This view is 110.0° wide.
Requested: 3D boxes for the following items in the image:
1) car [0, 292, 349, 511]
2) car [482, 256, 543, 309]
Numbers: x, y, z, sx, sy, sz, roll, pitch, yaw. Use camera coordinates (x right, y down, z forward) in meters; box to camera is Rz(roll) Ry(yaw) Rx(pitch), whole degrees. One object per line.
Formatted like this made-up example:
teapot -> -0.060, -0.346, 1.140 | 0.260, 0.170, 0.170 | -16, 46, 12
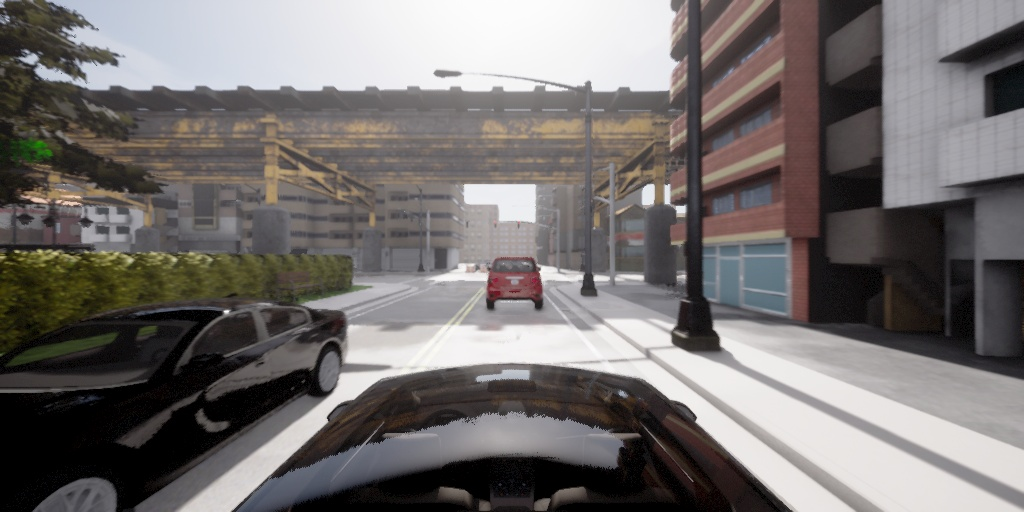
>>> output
car -> -3.575, 1.235, 3.765 | 1.882, 1.535, 5.008 | 0, 0, 0
car -> 0.098, 1.021, 15.362 | 2.150, 2.045, 5.566 | 0, 0, 0
